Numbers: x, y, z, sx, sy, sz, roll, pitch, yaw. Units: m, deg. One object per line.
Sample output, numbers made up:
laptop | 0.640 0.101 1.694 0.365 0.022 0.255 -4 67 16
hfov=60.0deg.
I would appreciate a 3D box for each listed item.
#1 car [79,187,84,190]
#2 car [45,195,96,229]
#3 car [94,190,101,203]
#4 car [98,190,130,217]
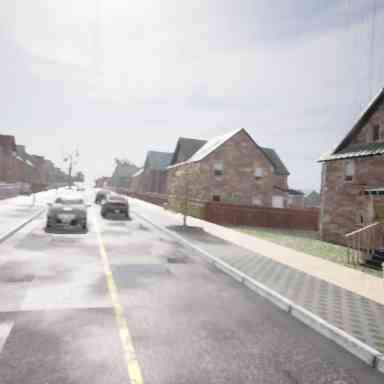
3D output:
car | -22.583 -0.665 67.687 2.128 1.511 4.902 4 0 -18
car | -6.249 0.922 16.963 2.128 1.511 4.902 4 0 -18
car | -10.212 0.507 38.439 1.882 1.535 5.008 4 1 -18
car | -5.658 0.943 24.312 1.837 1.490 4.892 4 1 -18
